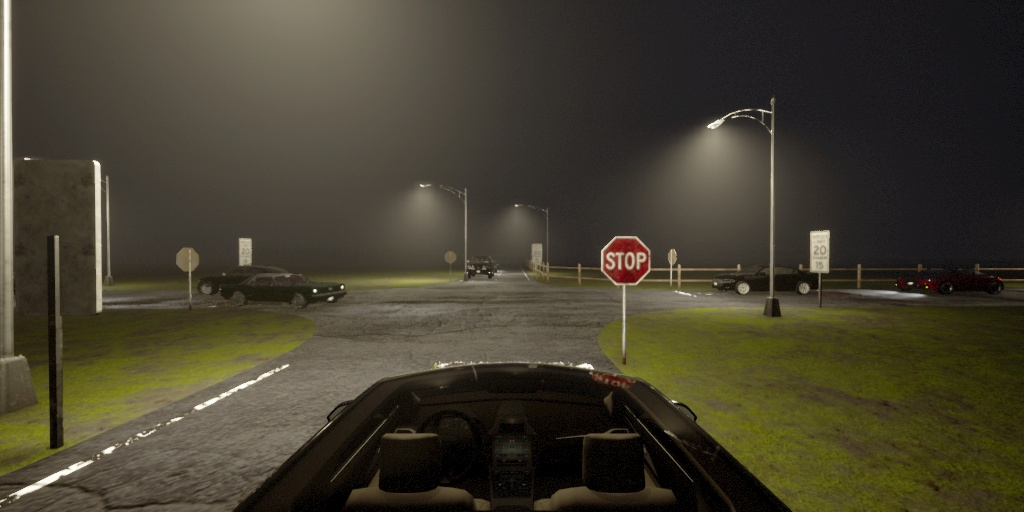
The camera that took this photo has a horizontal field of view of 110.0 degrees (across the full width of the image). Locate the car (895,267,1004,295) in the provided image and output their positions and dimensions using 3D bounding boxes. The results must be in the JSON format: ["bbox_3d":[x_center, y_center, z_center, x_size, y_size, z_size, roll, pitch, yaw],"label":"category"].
[{"bbox_3d":[23.222,1.276,19.148,4.181,1.385,1.994,0,1,-1],"label":"car"}]

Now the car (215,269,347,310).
[{"bbox_3d":[-9.286,1.377,14.697,4.718,1.301,1.895,0,1,14],"label":"car"}]

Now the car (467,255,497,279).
[{"bbox_3d":[-2.808,0.965,32.927,2.150,2.045,5.566,0,0,1],"label":"car"}]

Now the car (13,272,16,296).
[{"bbox_3d":[-24.365,1.400,16.901,4.718,1.301,1.895,0,1,10],"label":"car"}]

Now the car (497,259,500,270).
[{"bbox_3d":[-2.769,1.307,42.936,1.994,1.385,4.181,0,0,0],"label":"car"}]

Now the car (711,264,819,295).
[{"bbox_3d":[13.232,1.197,18.912,5.008,1.535,1.882,0,1,0],"label":"car"}]

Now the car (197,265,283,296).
[{"bbox_3d":[-13.489,1.224,18.565,5.008,1.535,1.882,0,0,6],"label":"car"}]
